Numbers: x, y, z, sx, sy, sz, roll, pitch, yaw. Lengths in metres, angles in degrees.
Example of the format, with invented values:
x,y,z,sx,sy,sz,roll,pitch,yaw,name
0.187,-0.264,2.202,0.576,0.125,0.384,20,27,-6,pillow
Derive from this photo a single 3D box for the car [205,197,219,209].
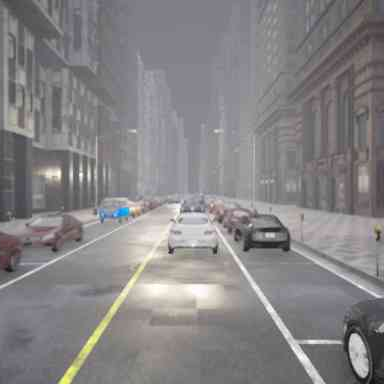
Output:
x,y,z,sx,sy,sz,roll,pitch,yaw,name
2.773,1.536,47.575,1.752,1.417,4.829,0,0,0,car

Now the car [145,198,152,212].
x,y,z,sx,sy,sz,roll,pitch,yaw,name
-5.754,1.589,36.188,1.802,1.307,4.206,0,0,0,car

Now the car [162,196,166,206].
x,y,z,sx,sy,sz,roll,pitch,yaw,name
-5.750,1.454,52.995,1.967,1.590,4.097,0,0,0,car

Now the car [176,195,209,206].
x,y,z,sx,sy,sz,roll,pitch,yaw,name
0.052,1.356,27.799,2.097,1.767,4.553,0,0,1,car

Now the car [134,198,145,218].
x,y,z,sx,sy,sz,roll,pitch,yaw,name
-5.756,1.531,30.417,1.752,1.417,4.829,0,0,0,car

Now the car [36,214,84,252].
x,y,z,sx,sy,sz,roll,pitch,yaw,name
-5.761,1.584,13.780,1.802,1.307,4.206,0,0,0,car

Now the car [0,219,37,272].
x,y,z,sx,sy,sz,roll,pitch,yaw,name
-5.762,1.583,8.178,1.802,1.307,4.206,0,0,0,car

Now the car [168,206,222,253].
x,y,z,sx,sy,sz,roll,pitch,yaw,name
0.053,1.527,13.559,1.812,1.442,4.674,0,0,1,car

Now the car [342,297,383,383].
x,y,z,sx,sy,sz,roll,pitch,yaw,name
2.761,1.551,2.591,2.008,1.369,4.403,0,0,0,car

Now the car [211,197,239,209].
x,y,z,sx,sy,sz,roll,pitch,yaw,name
2.767,1.444,24.998,1.967,1.590,4.097,0,0,0,car

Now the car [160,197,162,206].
x,y,z,sx,sy,sz,roll,pitch,yaw,name
-5.752,1.593,47.393,1.802,1.307,4.206,0,0,0,car

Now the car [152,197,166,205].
x,y,z,sx,sy,sz,roll,pitch,yaw,name
-5.749,1.568,58.597,2.008,1.369,4.403,0,0,0,car

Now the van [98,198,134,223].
x,y,z,sx,sy,sz,roll,pitch,yaw,name
-5.758,1.345,24.985,1.690,1.788,3.998,0,0,0,van

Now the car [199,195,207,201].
x,y,z,sx,sy,sz,roll,pitch,yaw,name
2.784,1.481,86.617,1.967,1.590,4.097,0,0,0,car

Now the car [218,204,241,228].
x,y,z,sx,sy,sz,roll,pitch,yaw,name
2.766,1.585,19.396,1.802,1.307,4.206,0,0,0,car

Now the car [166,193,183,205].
x,y,z,sx,sy,sz,roll,pitch,yaw,name
-3.038,1.494,58.023,1.882,1.535,5.008,0,0,1,car

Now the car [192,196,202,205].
x,y,z,sx,sy,sz,roll,pitch,yaw,name
0.918,1.545,62.245,1.812,1.442,4.674,0,0,0,car

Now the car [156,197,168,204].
x,y,z,sx,sy,sz,roll,pitch,yaw,name
-5.747,1.587,64.199,1.947,1.339,4.313,0,0,0,car

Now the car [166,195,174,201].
x,y,z,sx,sy,sz,roll,pitch,yaw,name
-5.741,1.586,86.608,1.887,1.381,4.507,0,0,0,car

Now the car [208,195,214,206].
x,y,z,sx,sy,sz,roll,pitch,yaw,name
2.770,1.447,36.201,1.967,1.590,4.097,0,0,0,car

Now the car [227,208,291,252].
x,y,z,sx,sy,sz,roll,pitch,yaw,name
2.765,1.567,13.794,1.947,1.339,4.313,0,0,0,car

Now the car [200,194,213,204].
x,y,z,sx,sy,sz,roll,pitch,yaw,name
2.777,1.336,64.210,2.192,1.841,5.009,0,0,0,car

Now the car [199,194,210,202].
x,y,z,sx,sy,sz,roll,pitch,yaw,name
2.780,1.345,75.413,2.192,1.841,5.009,0,0,0,car

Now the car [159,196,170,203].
x,y,z,sx,sy,sz,roll,pitch,yaw,name
-5.746,1.591,69.801,1.947,1.339,4.313,0,0,0,car

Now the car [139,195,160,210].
x,y,z,sx,sy,sz,roll,pitch,yaw,name
-5.754,1.324,41.791,2.192,1.841,5.009,0,0,0,car
